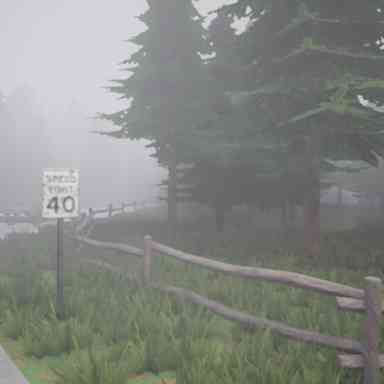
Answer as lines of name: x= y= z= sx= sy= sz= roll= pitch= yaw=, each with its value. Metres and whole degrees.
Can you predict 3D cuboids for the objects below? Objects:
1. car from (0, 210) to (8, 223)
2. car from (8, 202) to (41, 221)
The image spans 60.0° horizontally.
car: x=-13.254 y=1.328 z=19.659 sx=1.812 sy=1.442 sz=4.674 roll=0 pitch=0 yaw=0
car: x=-10.081 y=1.361 z=21.521 sx=2.033 sy=1.411 sz=5.357 roll=0 pitch=0 yaw=4
